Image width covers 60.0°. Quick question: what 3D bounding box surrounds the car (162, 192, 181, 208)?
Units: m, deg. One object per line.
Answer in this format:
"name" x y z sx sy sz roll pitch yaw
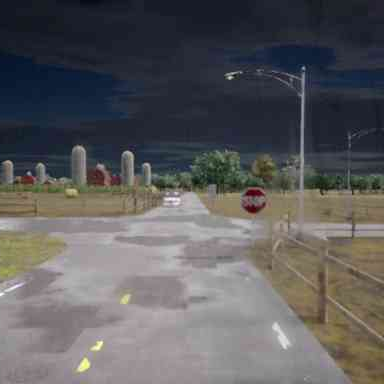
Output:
"car" -2.744 1.121 45.337 2.150 2.045 5.566 0 2 0
